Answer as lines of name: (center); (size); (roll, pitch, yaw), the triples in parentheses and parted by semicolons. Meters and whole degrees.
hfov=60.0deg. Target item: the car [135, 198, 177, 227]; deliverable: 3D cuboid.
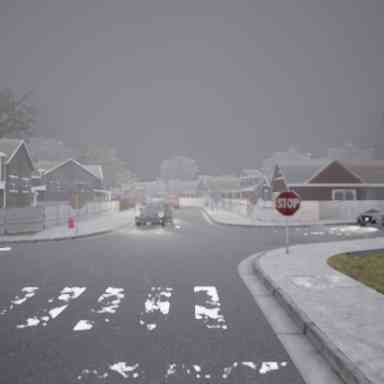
car: (-2.681, 1.522, 24.362); (2.097, 1.767, 4.553); (0, 0, 6)

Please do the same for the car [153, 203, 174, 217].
car: (-2.912, 1.854, 35.003); (1.895, 1.301, 4.718); (0, 0, 0)

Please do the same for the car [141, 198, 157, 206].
car: (-8.859, 2.065, 68.186); (1.882, 1.535, 5.008); (0, 0, -24)

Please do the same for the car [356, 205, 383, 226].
car: (13.078, 1.571, 22.293); (4.181, 1.385, 1.994); (0, -1, -25)

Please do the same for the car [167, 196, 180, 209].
car: (-3.069, 1.617, 51.702); (2.150, 2.045, 5.566); (0, -1, -5)
